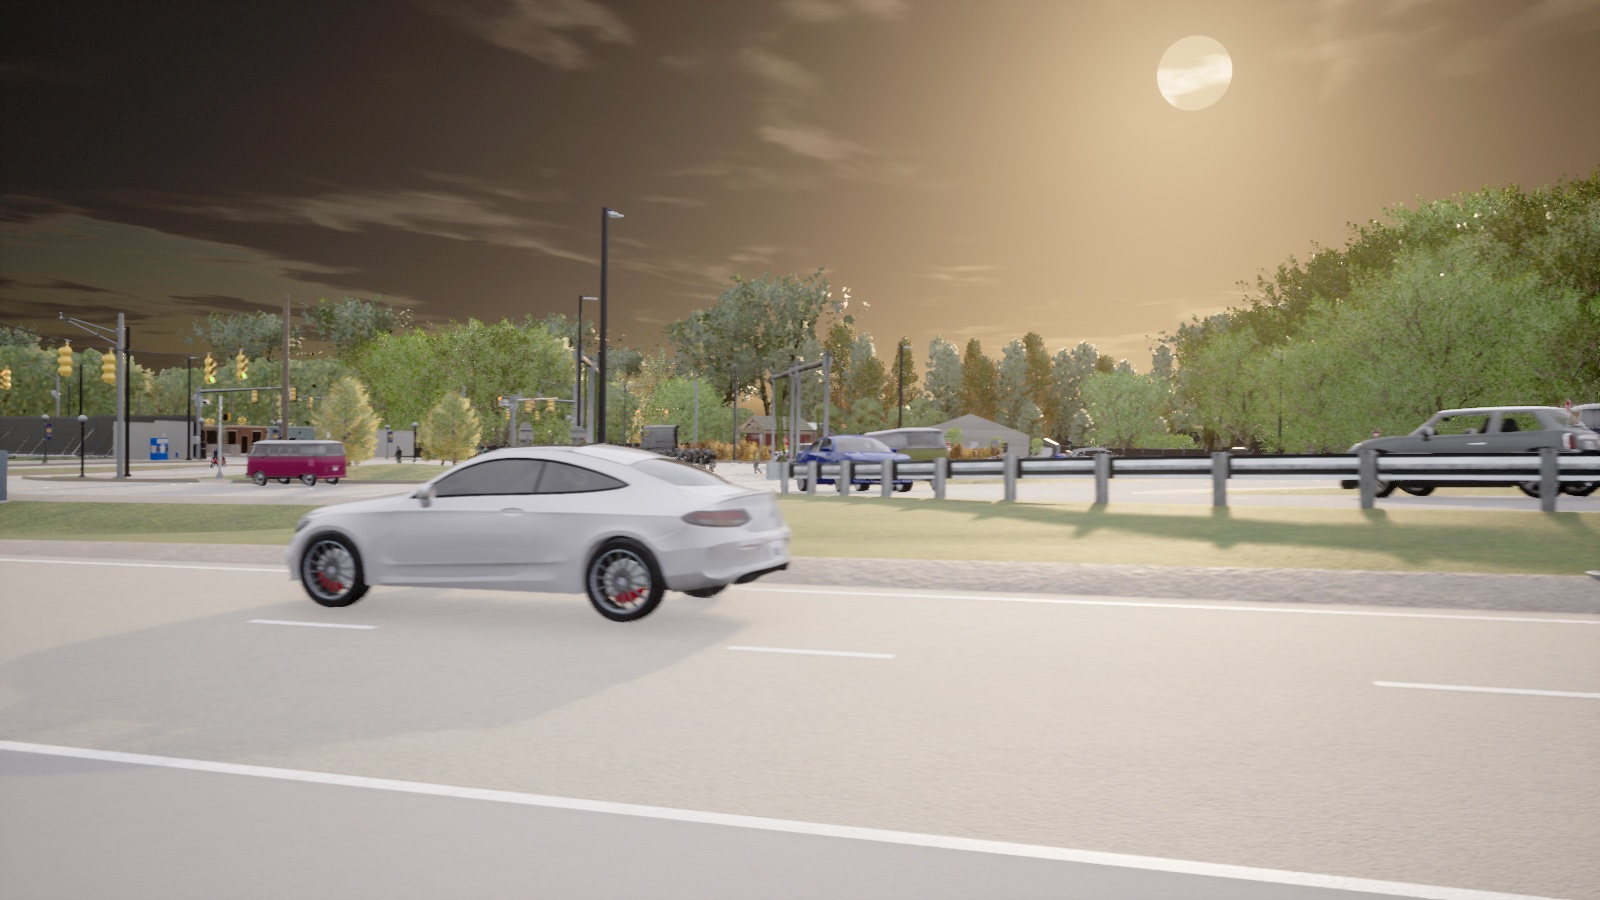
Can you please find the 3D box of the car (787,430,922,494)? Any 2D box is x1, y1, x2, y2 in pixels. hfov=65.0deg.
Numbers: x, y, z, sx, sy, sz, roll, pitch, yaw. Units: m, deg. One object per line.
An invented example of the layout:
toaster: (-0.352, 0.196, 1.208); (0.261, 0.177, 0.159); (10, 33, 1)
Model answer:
car: (1.317, 0.345, 32.887); (1.882, 1.535, 5.008); (1, -2, -18)

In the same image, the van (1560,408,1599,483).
van: (23.378, -0.215, 34.019); (4.442, 1.987, 1.775); (-3, 0, 19)

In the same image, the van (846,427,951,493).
van: (3.105, 0.363, 40.635); (1.775, 1.987, 4.442); (-1, -2, -18)

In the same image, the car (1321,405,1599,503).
car: (11.004, 0.100, 20.923); (1.970, 1.475, 3.806); (1, -1, -41)

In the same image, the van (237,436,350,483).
van: (-22.066, 0.396, 54.761); (4.442, 1.987, 1.775); (0, 1, 18)

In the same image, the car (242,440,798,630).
car: (-2.522, 0.654, 11.426); (4.674, 1.442, 1.812); (1, 1, 19)

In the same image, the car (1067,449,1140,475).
car: (20.703, 0.791, 85.836); (4.611, 1.667, 2.242); (1, 1, 7)
